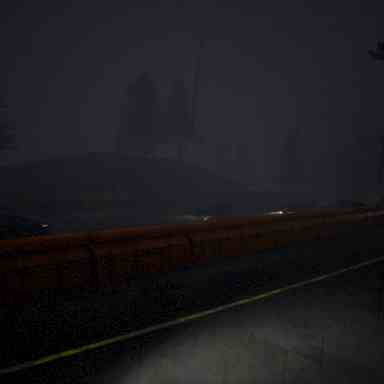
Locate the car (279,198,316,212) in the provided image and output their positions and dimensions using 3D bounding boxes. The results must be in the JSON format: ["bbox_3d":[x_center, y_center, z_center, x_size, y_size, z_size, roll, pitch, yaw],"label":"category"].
[{"bbox_3d":[11.889,1.389,36.828,5.357,1.411,2.033,-1,0,-41],"label":"car"}]

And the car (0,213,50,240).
[{"bbox_3d":[-8.899,1.699,14.891,4.674,1.442,1.812,-1,0,-36],"label":"car"}]

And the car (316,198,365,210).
[{"bbox_3d":[13.135,1.304,28.618,4.902,1.511,2.128,-1,0,-41],"label":"car"}]

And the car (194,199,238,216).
[{"bbox_3d":[2.442,1.477,33.247,5.008,1.535,1.882,-1,0,-41],"label":"car"}]

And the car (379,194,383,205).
[{"bbox_3d":[27.743,0.881,45.751,5.566,2.045,2.150,-1,0,-40],"label":"car"}]
